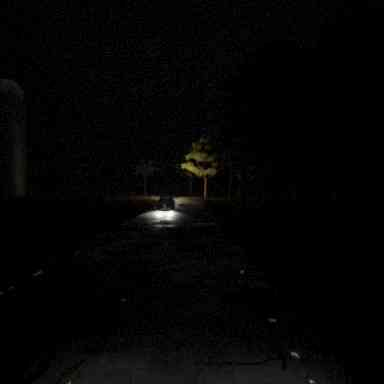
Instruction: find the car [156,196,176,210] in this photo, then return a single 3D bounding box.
[{"bbox_3d":[-2.867,1.210,37.222,2.128,1.511,4.902,0,0,0],"label":"car"}]
